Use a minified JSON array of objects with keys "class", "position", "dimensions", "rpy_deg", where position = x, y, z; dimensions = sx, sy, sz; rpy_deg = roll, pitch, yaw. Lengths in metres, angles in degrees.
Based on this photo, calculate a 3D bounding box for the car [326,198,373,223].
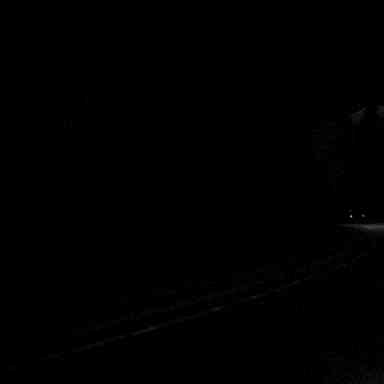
[{"class":"car","position":[13.475,1.580,29.606],"dimensions":[2.150,2.045,5.566],"rpy_deg":[1,-1,-8]}]

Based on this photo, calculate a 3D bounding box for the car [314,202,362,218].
[{"class":"car","position":[15.733,1.926,36.199],"dimensions":[2.128,1.511,4.902],"rpy_deg":[0,-1,-17]}]
